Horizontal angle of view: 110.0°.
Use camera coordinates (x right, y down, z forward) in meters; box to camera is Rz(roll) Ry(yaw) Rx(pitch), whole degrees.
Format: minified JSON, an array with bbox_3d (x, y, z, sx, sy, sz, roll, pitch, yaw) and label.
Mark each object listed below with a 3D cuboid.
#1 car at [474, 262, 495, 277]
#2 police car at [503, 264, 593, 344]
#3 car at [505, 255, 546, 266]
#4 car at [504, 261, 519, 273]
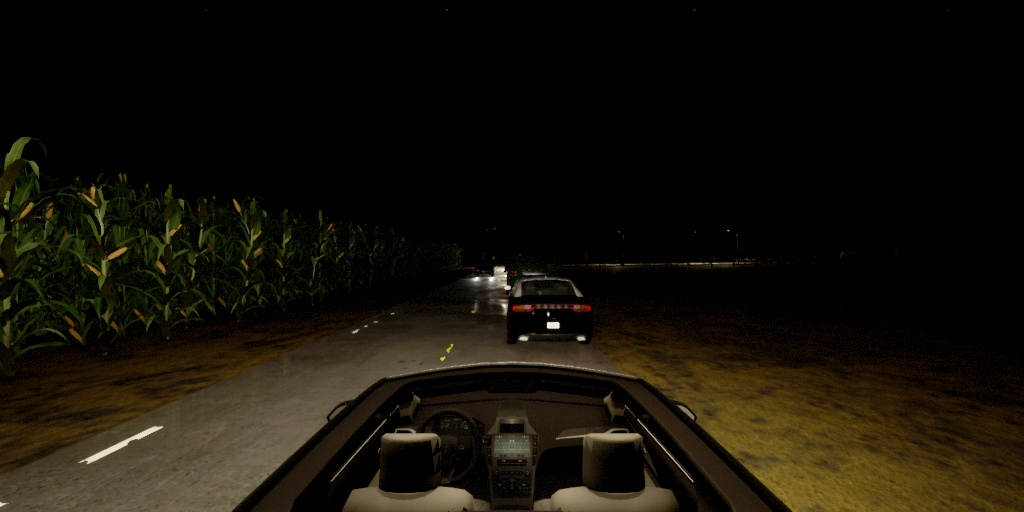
[{"bbox_3d":[-2.785,1.333,36.997,1.837,1.490,4.892,0,0,0],"label":"car"},{"bbox_3d":[0.817,1.179,9.717,1.930,1.638,5.238,0,0,0],"label":"police car"},{"bbox_3d":[0.807,0.994,19.639,2.150,2.045,5.566,0,0,0],"label":"car"},{"bbox_3d":[-0.021,1.397,46.792,1.812,1.442,4.674,0,0,0],"label":"car"}]
